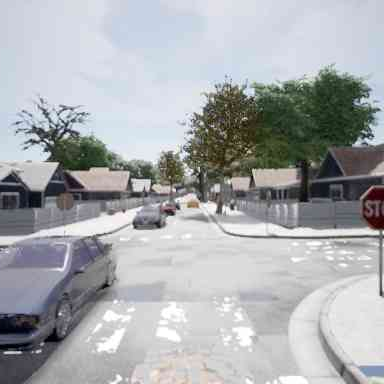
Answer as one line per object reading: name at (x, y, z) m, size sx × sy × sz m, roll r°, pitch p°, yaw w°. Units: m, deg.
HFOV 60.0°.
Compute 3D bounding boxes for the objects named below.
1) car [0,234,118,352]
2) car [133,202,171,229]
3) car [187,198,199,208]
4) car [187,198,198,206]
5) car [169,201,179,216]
car at (-2.874, 1.618, 6.787) m, size 2.033 × 1.411 × 5.357 m, roll 0°, pitch -1°, yaw 0°
car at (-2.865, 1.696, 23.500) m, size 1.812 × 1.442 × 4.674 m, roll 0°, pitch 0°, yaw 2°
car at (0.203, 1.888, 56.132) m, size 1.882 × 1.535 × 5.008 m, roll 0°, pitch 0°, yaw 0°
car at (0.125, 1.980, 66.090) m, size 2.128 × 1.511 × 4.902 m, roll 0°, pitch 0°, yaw 0°
car at (-2.779, 1.859, 35.963) m, size 1.895 × 1.301 × 4.718 m, roll 0°, pitch 0°, yaw 0°
